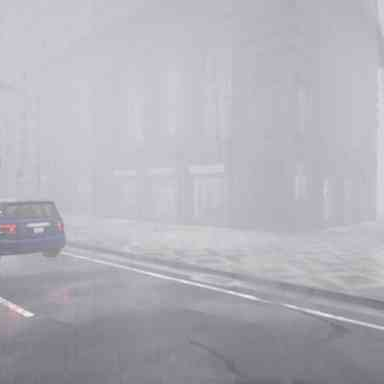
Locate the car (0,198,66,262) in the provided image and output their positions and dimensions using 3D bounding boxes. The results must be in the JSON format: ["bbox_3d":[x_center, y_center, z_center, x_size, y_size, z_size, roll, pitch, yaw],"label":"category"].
[{"bbox_3d":[-6.591,1.232,11.665,5.566,2.045,2.150,0,0,41],"label":"car"}]
